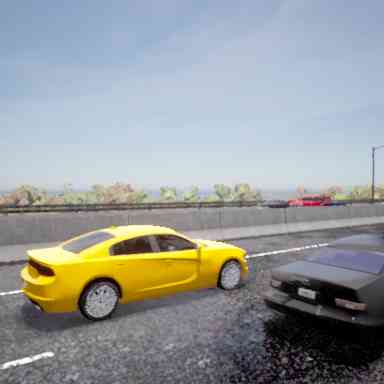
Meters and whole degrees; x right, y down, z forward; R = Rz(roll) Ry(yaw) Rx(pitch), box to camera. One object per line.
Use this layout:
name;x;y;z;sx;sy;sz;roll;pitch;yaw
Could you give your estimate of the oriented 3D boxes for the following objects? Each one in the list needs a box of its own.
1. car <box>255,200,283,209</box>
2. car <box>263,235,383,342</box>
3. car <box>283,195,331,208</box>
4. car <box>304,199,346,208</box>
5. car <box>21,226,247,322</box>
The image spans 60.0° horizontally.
car;8.975;1.598;36.262;4.902;1.511;2.128;0;0;-36
car;3.752;1.573;6.441;5.357;1.411;2.033;0;0;-36
car;12.325;1.334;34.357;5.566;2.045;2.150;0;0;-36
car;12.609;1.630;30.255;4.674;1.442;1.812;0;0;-36
car;-0.958;1.491;7.371;5.008;1.535;1.882;0;0;-36
